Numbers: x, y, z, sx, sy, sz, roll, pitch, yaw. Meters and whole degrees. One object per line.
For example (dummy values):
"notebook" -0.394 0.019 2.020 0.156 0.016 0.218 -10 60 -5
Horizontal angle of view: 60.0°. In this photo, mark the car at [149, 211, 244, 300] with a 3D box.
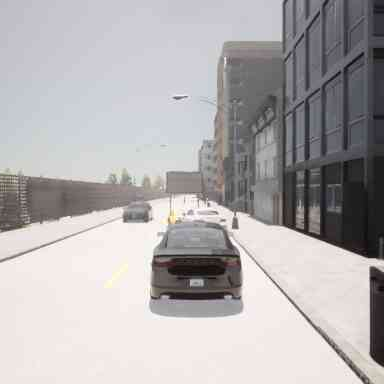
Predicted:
"car" 0.088 1.477 8.447 1.882 1.535 5.008 0 0 0

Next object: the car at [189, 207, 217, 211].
"car" 0.535 1.538 17.793 1.812 1.442 4.674 0 -1 -11

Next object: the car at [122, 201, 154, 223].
"car" -4.034 1.504 25.385 1.837 1.490 4.892 0 0 0

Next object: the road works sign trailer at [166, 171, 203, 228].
"road works sign trailer" -0.509 0.464 21.269 2.380 3.560 2.880 0 0 -16
